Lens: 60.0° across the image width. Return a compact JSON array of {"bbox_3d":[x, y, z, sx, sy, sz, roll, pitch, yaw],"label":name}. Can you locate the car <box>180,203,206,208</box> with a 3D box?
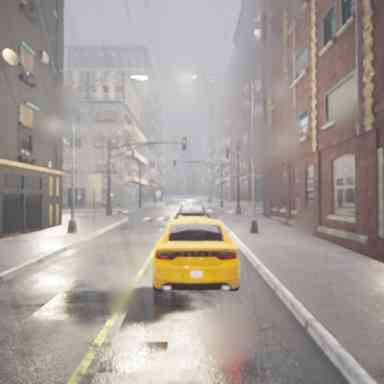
[{"bbox_3d":[0.067,1.368,18.137,2.128,1.511,4.902,0,0,2],"label":"car"}]

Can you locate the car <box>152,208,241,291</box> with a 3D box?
[{"bbox_3d":[0.088,1.415,8.855,1.882,1.535,5.008,0,0,0],"label":"car"}]
